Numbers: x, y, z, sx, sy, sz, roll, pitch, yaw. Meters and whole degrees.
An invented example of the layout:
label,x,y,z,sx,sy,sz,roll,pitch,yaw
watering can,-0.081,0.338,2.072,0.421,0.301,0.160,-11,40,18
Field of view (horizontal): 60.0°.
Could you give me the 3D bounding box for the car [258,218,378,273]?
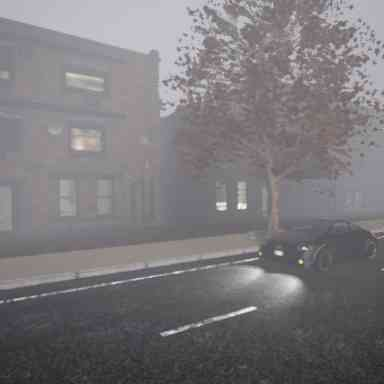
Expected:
label,x,y,z,sx,sy,sz,roll,pitch,yaw
car,4.086,1.541,10.613,4.181,1.385,1.994,0,0,-36
